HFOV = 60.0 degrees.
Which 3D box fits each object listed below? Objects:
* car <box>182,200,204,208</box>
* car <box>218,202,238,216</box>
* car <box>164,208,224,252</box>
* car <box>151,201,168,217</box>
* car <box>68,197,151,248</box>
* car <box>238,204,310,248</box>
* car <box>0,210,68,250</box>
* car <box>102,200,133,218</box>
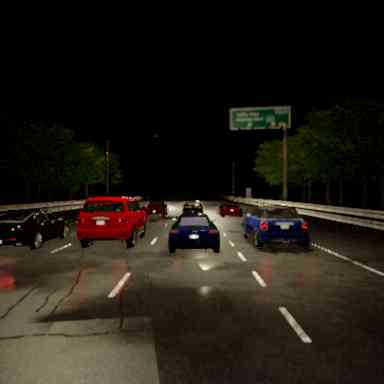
[{"bbox_3d":[0.098,1.534,31.207,2.128,1.511,4.902,0,0,0],"label":"car"},{"bbox_3d":[3.599,1.608,31.819,1.994,1.385,4.181,0,0,0],"label":"car"},{"bbox_3d":[0.083,1.588,14.029,1.994,1.385,4.181,0,0,0],"label":"car"},{"bbox_3d":[-3.400,1.569,32.227,1.812,1.442,4.674,0,0,0],"label":"car"},{"bbox_3d":[-3.412,1.246,15.116,2.150,2.045,5.566,0,0,0],"label":"car"},{"bbox_3d":[3.585,1.376,14.967,2.097,1.767,4.553,0,0,0],"label":"car"},{"bbox_3d":[-6.916,1.529,14.388,1.837,1.490,4.892,0,0,0],"label":"car"},{"bbox_3d":[-6.902,1.547,31.345,1.837,1.490,4.892,0,0,0],"label":"car"}]
